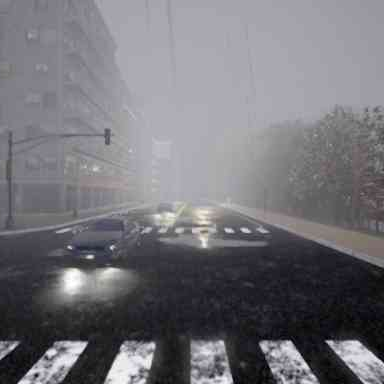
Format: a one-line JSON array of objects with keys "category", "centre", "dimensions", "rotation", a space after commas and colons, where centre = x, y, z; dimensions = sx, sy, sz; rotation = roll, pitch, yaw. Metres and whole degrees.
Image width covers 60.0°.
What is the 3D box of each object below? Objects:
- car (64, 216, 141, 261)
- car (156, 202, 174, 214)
[{"category": "car", "centre": [-3.245, 1.696, 13.253], "dimensions": [2.033, 1.411, 5.357], "rotation": [0, 0, 0]}, {"category": "car", "centre": [-3.219, 1.904, 40.114], "dimensions": [1.895, 1.301, 4.718], "rotation": [0, 0, 0]}]
